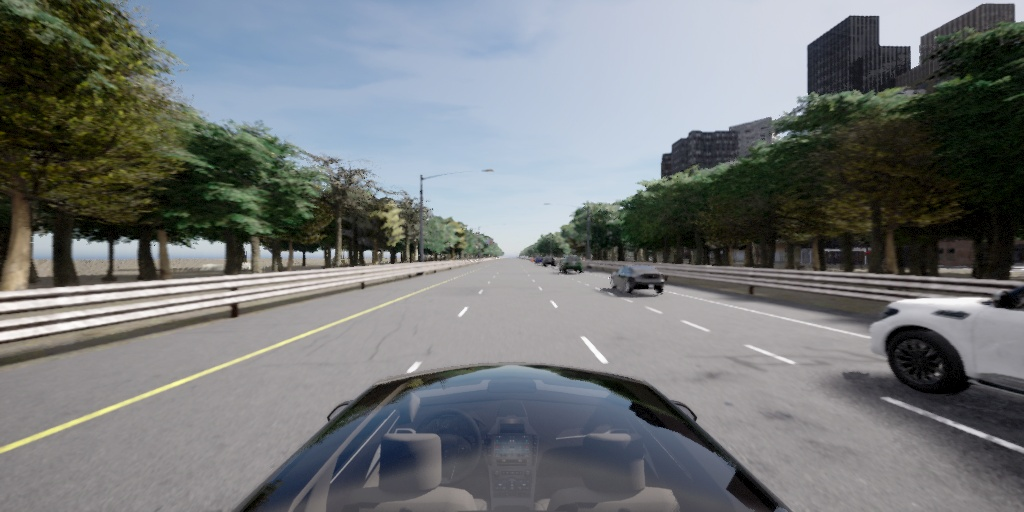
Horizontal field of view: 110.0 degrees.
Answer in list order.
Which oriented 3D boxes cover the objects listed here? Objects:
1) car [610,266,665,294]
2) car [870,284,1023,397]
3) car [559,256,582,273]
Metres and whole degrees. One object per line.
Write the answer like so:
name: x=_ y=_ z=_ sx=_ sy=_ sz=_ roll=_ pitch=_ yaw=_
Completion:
car: x=7.003 y=1.273 z=20.449 sx=1.837 sy=1.490 sz=4.892 roll=0 pitch=0 yaw=0
car: x=6.999 y=0.976 z=3.502 sx=2.150 sy=2.045 sz=5.566 roll=0 pitch=0 yaw=0
car: x=7.055 y=1.015 z=43.406 sx=2.150 sy=2.045 sz=5.566 roll=0 pitch=0 yaw=0
